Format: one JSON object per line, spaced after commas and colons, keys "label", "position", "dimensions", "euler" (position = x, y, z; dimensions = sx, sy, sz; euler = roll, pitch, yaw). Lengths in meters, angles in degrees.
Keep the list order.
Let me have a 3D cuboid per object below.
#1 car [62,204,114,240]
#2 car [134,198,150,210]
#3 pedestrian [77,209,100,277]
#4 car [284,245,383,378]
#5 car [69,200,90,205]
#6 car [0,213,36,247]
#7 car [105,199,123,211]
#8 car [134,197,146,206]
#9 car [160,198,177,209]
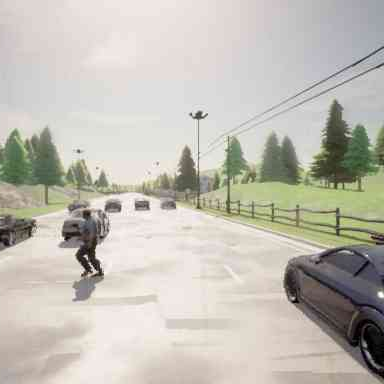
{"label": "car", "position": [-5.303, 1.547, 17.035], "dimensions": [2.033, 1.411, 5.357], "euler": [0, 0, -10]}
{"label": "car", "position": [-6.496, 1.491, 43.330], "dimensions": [2.128, 1.511, 4.902], "euler": [0, 0, -10]}
{"label": "pedestrian", "position": [-2.681, 1.294, 8.612], "dimensions": [0.375, 1.860, 0.375], "euler": [0, 0, -7]}
{"label": "car", "position": [3.070, 1.565, 5.565], "dimensions": [1.994, 1.385, 4.181], "euler": [0, 0, -4]}
{"label": "car", "position": [-12.453, 1.547, 36.883], "dimensions": [2.033, 1.411, 5.357], "euler": [0, 0, -10]}
{"label": "car", "position": [-8.537, 1.601, 14.862], "dimensions": [1.895, 1.301, 4.718], "euler": [0, 0, -10]}
{"label": "car", "position": [-9.478, 1.526, 40.149], "dimensions": [1.812, 1.442, 4.674], "euler": [0, 0, -10]}
{"label": "car", "position": [-8.863, 1.601, 56.478], "dimensions": [1.895, 1.301, 4.718], "euler": [0, 0, -10]}
{"label": "car", "position": [-3.276, 1.526, 45.196], "dimensions": [1.812, 1.442, 4.674], "euler": [0, 0, -10]}
